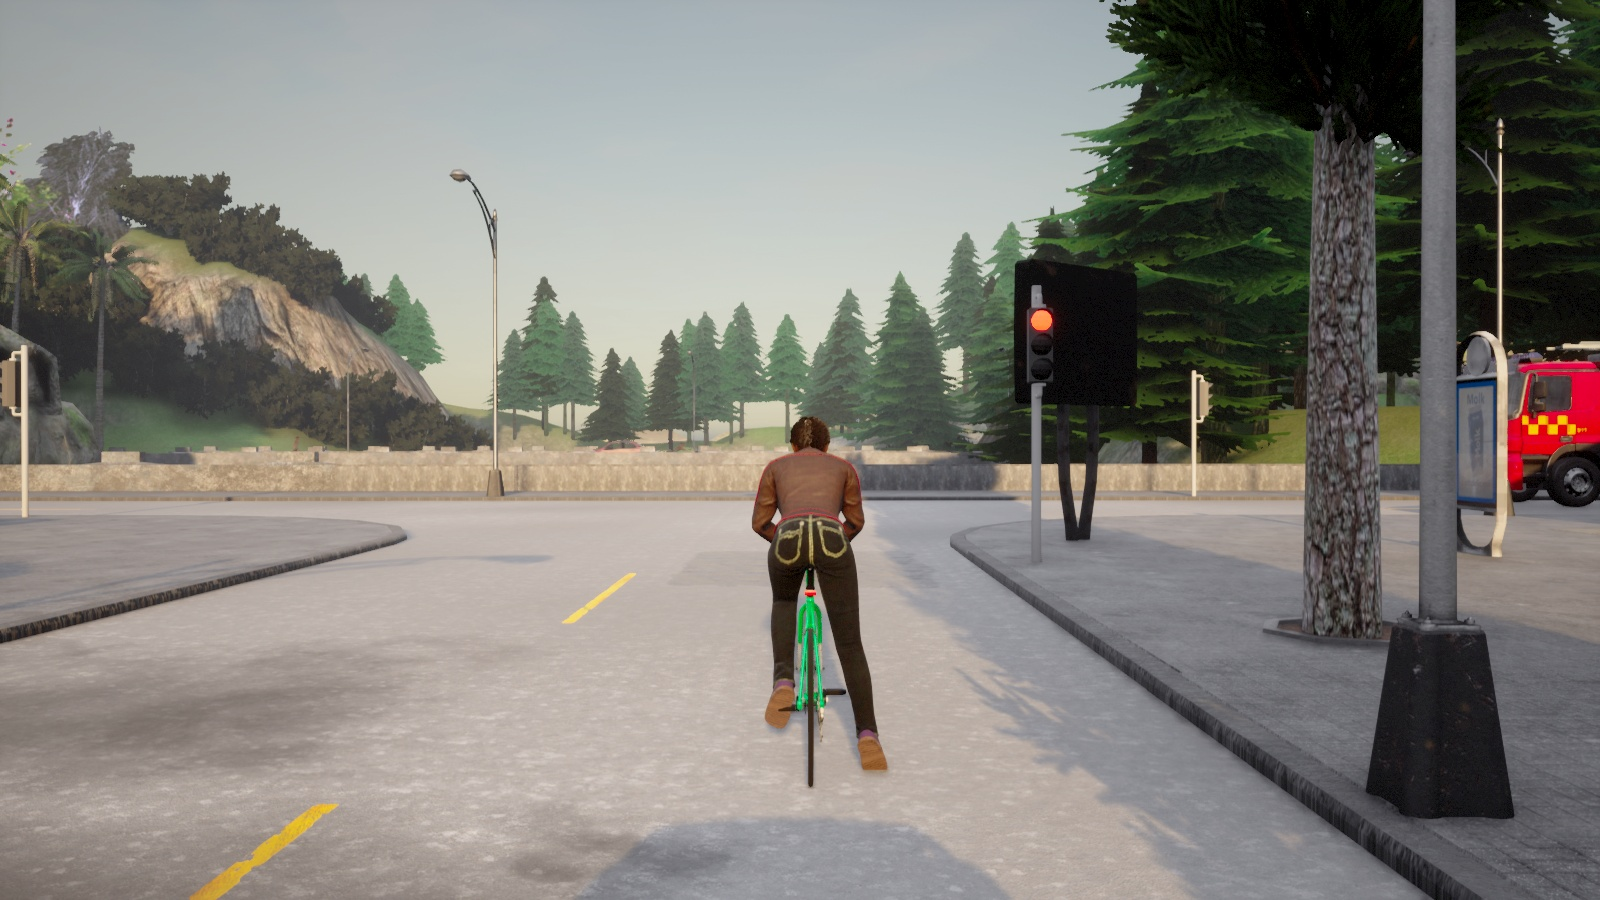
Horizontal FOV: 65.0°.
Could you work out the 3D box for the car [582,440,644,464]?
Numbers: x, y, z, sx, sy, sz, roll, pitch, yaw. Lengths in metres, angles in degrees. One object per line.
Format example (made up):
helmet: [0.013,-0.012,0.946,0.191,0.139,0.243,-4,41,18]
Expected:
car: [-13.039,0.124,87.683,3.988,1.617,1.851,0,0,0]

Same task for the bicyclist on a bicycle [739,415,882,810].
bicyclist on a bicycle: [0.048,0.665,5.972,0.582,1.620,1.656,0,0,0]

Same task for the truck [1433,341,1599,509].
truck: [20.066,-0.576,29.959,8.468,3.827,2.891,0,0,0]
